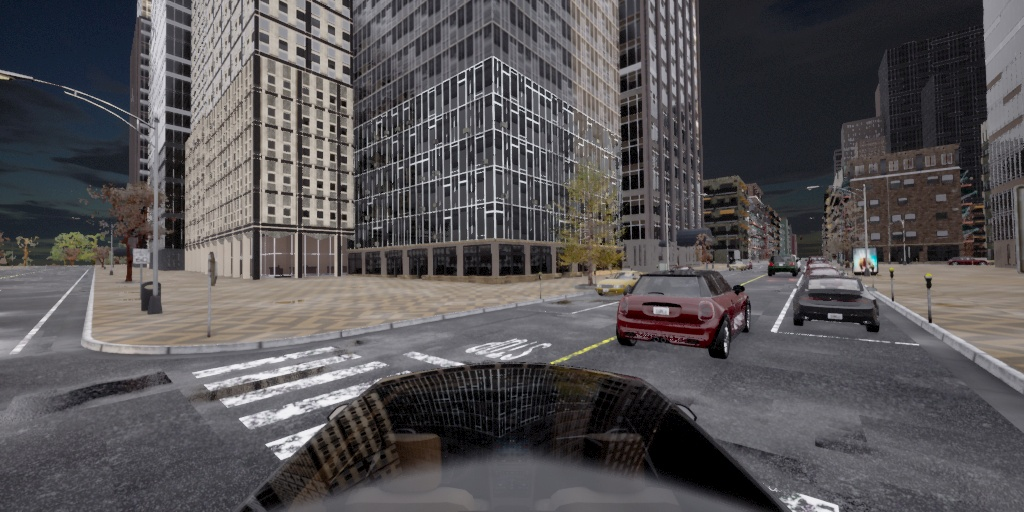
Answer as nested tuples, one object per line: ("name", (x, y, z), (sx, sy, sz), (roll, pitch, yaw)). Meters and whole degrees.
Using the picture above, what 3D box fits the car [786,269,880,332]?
("car", (9.224, 1.218, 10.341), (2.007, 1.370, 4.403), (0, 0, 40))

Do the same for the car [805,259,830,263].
("car", (23.518, 1.169, 27.377), (1.888, 1.381, 4.507), (0, 0, 40))

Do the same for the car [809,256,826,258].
("car", (34.238, 0.907, 40.153), (2.192, 1.841, 5.009), (0, 0, 40))

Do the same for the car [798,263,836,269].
("car", (16.371, 1.228, 18.859), (1.802, 1.307, 4.207), (0, 0, 40))

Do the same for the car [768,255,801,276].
("car", (26.388, 0.899, 34.910), (2.150, 2.045, 5.566), (-2, -1, 40))

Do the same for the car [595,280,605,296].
("car", (6.271, 1.397, 19.855), (1.751, 1.417, 4.829), (0, 0, 40))

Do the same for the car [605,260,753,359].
("car", (4.314, 1.098, 8.709), (2.097, 1.767, 4.553), (-2, -1, 40))
